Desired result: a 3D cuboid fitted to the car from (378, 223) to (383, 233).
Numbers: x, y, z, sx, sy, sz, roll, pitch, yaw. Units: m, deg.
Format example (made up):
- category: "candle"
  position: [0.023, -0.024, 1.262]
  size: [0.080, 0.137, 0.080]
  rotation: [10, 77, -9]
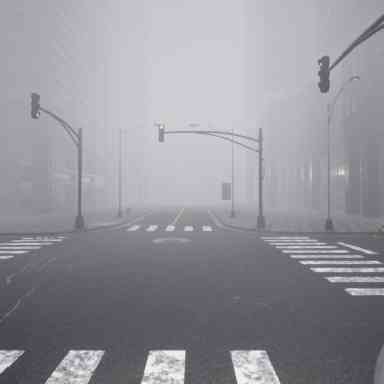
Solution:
- category: "car"
  position: [11.756, 1.564, 16.241]
  size: [4.829, 1.417, 1.752]
  rotation: [0, -1, 0]
